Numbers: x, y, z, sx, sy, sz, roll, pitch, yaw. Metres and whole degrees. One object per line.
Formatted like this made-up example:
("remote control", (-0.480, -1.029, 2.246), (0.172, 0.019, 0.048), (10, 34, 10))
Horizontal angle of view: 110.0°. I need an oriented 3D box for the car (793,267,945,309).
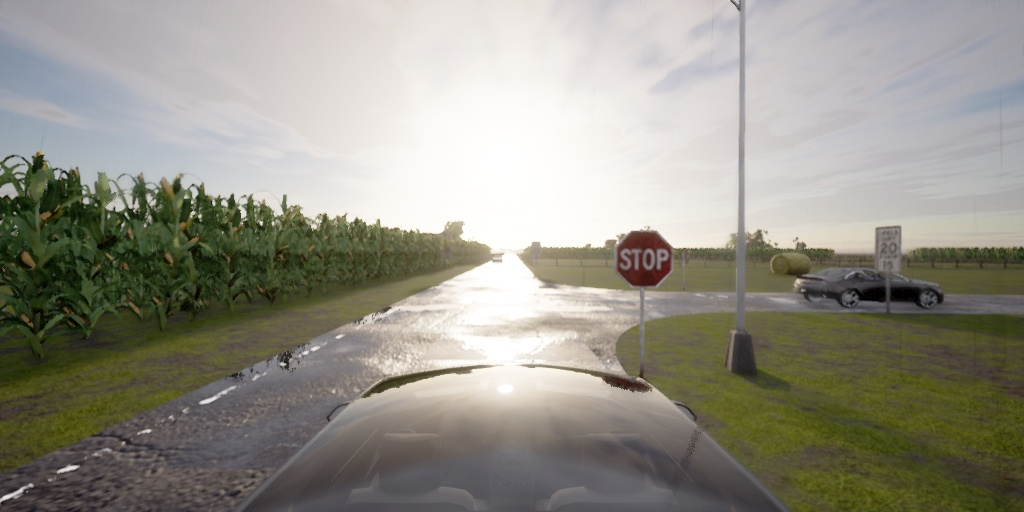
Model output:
("car", (14.087, 1.213, 14.301), (4.902, 1.511, 2.128), (0, 0, 1))
